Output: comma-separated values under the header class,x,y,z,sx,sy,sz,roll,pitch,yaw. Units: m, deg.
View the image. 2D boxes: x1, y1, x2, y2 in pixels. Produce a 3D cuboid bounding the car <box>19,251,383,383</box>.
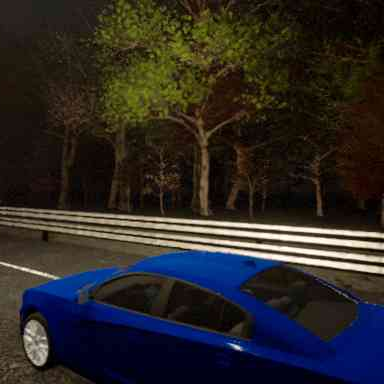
class,x,y,z,sx,sy,sz,roll,pitch,yaw
car,-0.087,1.460,3.933,5.008,1.535,1.882,1,0,35
